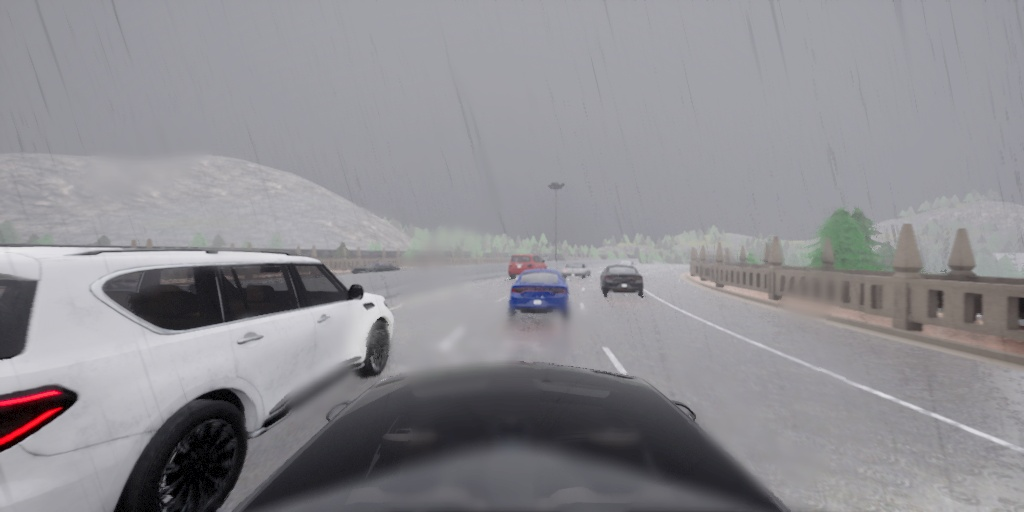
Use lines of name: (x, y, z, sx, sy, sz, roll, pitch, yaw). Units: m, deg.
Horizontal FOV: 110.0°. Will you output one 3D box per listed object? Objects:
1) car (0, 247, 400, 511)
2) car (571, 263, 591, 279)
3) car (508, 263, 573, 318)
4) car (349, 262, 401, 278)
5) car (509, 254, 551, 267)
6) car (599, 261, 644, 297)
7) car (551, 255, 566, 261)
car: (-3.262, 0.952, 4.161, 2.150, 2.045, 5.566, 0, 0, 1)
car: (5.854, 1.287, 31.949, 1.895, 1.301, 4.718, 0, 0, 20)
car: (1.080, 1.198, 12.944, 1.882, 1.535, 5.008, 0, 0, 7)
car: (-12.463, 1.215, 32.922, 1.895, 1.301, 4.718, 0, 0, 18)
car: (1.388, 0.897, 29.760, 2.150, 2.045, 5.566, 0, 0, 18)
car: (5.679, 1.200, 18.875, 1.882, 1.535, 5.008, 0, 0, 12)
car: (6.605, 0.845, 56.721, 2.150, 2.045, 5.566, 0, 0, 33)
